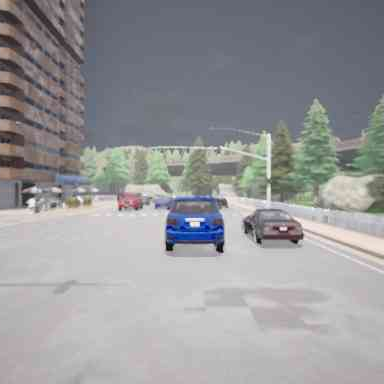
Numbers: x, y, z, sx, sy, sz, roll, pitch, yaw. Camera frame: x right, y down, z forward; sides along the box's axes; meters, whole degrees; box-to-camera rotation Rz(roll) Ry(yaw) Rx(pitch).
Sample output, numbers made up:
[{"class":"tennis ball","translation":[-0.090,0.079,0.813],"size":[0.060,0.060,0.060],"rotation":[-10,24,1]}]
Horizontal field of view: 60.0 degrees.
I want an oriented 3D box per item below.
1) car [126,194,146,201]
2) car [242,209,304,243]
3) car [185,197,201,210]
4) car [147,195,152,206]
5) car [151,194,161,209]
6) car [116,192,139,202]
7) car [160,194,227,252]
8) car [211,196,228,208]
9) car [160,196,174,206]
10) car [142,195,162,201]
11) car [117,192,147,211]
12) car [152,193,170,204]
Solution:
[{"class":"car","translation":[-12.671,1.221,74.933],"size":[4.181,1.385,1.994],"rotation":[0,0,37]},{"class":"car","translation":[3.597,1.483,15.590],"size":[2.033,1.411,5.357],"rotation":[0,0,0]},{"class":"car","translation":[0.106,1.346,40.533],"size":[1.812,1.442,4.674],"rotation":[0,0,0]},{"class":"car","translation":[-7.270,1.273,49.602],"size":[2.128,1.511,4.902],"rotation":[0,0,-3]},{"class":"car","translation":[-3.566,1.293,41.695],"size":[1.882,1.535,5.008],"rotation":[0,0,0]},{"class":"car","translation":[-12.723,0.939,65.410],"size":[2.150,2.045,5.566],"rotation":[0,0,-39]},{"class":"car","translation":[0.097,1.172,13.825],"size":[2.150,2.045,5.566],"rotation":[0,0,0]},{"class":"car","translation":[3.594,1.281,44.452],"size":[1.882,1.535,5.008],"rotation":[0,0,0]},{"class":"car","translation":[-3.852,1.336,51.343],"size":[1.994,1.385,4.181],"rotation":[0,0,-4]},{"class":"car","translation":[-9.284,1.256,76.696],"size":[4.718,1.301,1.895],"rotation":[0,0,37]},{"class":"car","translation":[-7.067,1.050,38.785],"size":[2.150,2.045,5.566],"rotation":[0,0,0]},{"class":"car","translation":[-5.582,1.091,59.532],"size":[2.097,1.767,4.553],"rotation":[0,0,-20]}]
